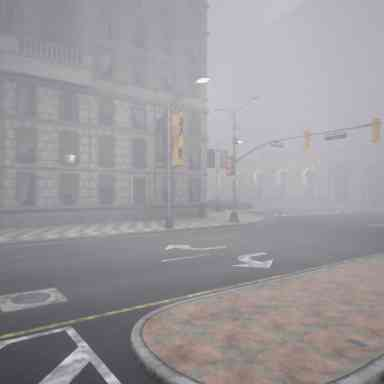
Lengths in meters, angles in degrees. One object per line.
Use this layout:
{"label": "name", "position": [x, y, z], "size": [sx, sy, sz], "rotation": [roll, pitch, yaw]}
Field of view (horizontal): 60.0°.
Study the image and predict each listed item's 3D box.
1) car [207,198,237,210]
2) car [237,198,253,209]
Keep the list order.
{"label": "car", "position": [3.282, 1.564, 42.907], "size": [1.994, 1.385, 4.181], "rotation": [0, 0, -36]}
{"label": "car", "position": [6.224, 1.564, 44.813], "size": [1.994, 1.385, 4.181], "rotation": [0, 0, -36]}
